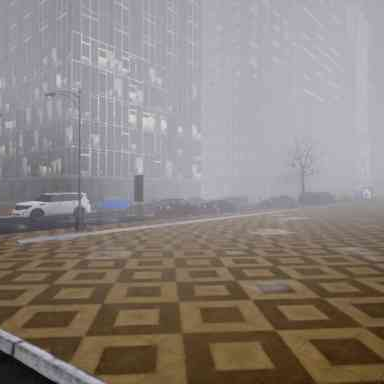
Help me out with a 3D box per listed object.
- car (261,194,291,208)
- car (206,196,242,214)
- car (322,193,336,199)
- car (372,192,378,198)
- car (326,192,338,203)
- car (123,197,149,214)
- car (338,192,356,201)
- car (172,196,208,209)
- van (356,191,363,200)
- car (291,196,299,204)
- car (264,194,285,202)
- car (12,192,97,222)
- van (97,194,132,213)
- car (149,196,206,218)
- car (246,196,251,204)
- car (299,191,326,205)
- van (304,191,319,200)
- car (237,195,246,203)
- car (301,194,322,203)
[{"bbox_3d":[9.866,1.244,40.151,1.802,1.307,4.206,1,1,41],"label":"car"},{"bbox_3d":[2.527,1.320,31.459,1.947,1.339,4.313,1,1,41],"label":"car"},{"bbox_3d":[33.070,0.828,80.212,1.947,1.339,4.313,1,1,41],"label":"car"},{"bbox_3d":[43.151,0.704,79.641,1.801,1.575,5.366,0,1,41],"label":"car"},{"bbox_3d":[20.953,0.839,53.123,2.192,1.841,5.009,1,1,41],"label":"car"},{"bbox_3d":[-4.038,1.357,32.797,1.895,1.301,4.718,0,1,41],"label":"car"},{"bbox_3d":[28.453,0.957,61.905,1.752,1.417,4.829,1,1,41],"label":"car"},{"bbox_3d":[-0.194,1.218,41.291,1.887,1.381,4.507,1,1,41],"label":"car"},{"bbox_3d":[35.735,0.683,70.424,1.690,1.788,3.998,1,1,41],"label":"van"},{"bbox_3d":[13.236,1.110,48.091,1.812,1.442,4.674,0,1,41],"label":"car"},{"bbox_3d":[14.593,1.056,58.585,1.947,1.339,4.313,1,1,41],"label":"car"},{"bbox_3d":[-10.478,1.059,25.261,2.150,2.045,5.566,0,1,41],"label":"car"},{"bbox_3d":[-7.669,1.106,32.711,1.690,1.788,3.998,1,1,41],"label":"van"},{"bbox_3d":[-1.125,1.240,27.096,1.967,1.590,4.097,1,1,41],"label":"car"},{"bbox_3d":[7.202,1.148,49.934,1.947,1.339,4.313,1,1,41],"label":"car"},{"bbox_3d":[17.258,0.885,48.798,2.192,1.841,5.009,1,1,41],"label":"car"},{"bbox_3d":[25.680,0.694,71.557,1.690,1.788,3.998,1,1,41],"label":"van"},{"bbox_3d":[4.345,1.199,42.586,2.033,1.411,5.357,0,1,41],"label":"car"},{"bbox_3d":[20.265,1.062,56.325,1.994,1.385,4.181,0,1,41],"label":"car"}]
